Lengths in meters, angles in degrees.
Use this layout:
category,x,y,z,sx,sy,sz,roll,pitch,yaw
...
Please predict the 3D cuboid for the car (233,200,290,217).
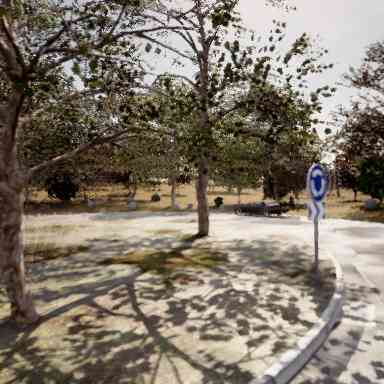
category,x,y,z,sx,sy,sz,roll,pitch,yaw
car,5.722,1.360,28.074,1.895,1.301,4.718,-1,0,-39
